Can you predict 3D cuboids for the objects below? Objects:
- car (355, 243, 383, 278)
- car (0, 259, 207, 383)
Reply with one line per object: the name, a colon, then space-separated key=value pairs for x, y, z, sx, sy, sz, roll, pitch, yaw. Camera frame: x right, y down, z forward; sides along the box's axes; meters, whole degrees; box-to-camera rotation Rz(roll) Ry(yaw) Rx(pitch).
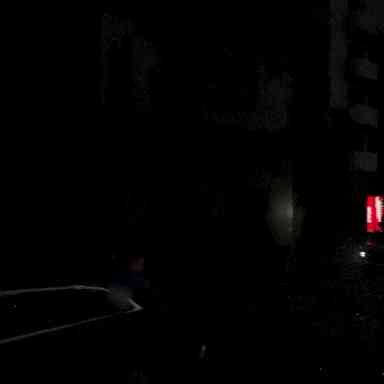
car: x=6.590 y=1.724 z=9.302 sx=4.718 sy=1.301 sz=1.895 roll=1 pitch=0 yaw=-35
car: x=-2.127 y=1.493 z=3.089 sx=4.902 sy=1.511 sz=2.128 roll=1 pitch=-1 yaw=-36
